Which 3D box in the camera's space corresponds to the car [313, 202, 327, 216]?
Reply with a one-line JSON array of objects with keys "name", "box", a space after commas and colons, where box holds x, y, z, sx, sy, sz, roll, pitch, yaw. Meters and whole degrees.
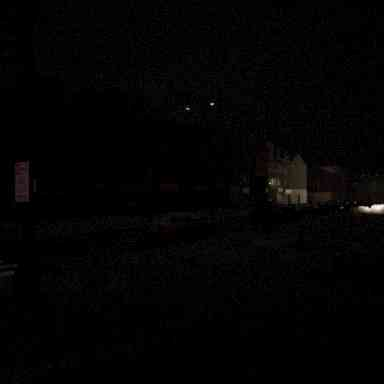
[{"name": "car", "box": [12.494, 1.822, 35.118, 1.802, 1.307, 4.206, -1, -1, 35]}]

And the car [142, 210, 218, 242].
[{"name": "car", "box": [-0.407, 1.600, 16.889, 1.752, 1.417, 4.829, -1, -1, 35]}]

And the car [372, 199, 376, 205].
[{"name": "car", "box": [35.242, 2.212, 67.262, 1.887, 1.381, 4.507, -1, -2, 35]}]

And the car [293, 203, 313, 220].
[{"name": "car", "box": [9.244, 1.744, 30.526, 2.008, 1.369, 4.403, -1, -1, 35]}]

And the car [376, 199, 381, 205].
[{"name": "car", "box": [44.990, 2.461, 81.036, 2.008, 1.369, 4.403, -2, -2, 35]}]

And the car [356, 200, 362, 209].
[{"name": "car", "box": [25.493, 2.014, 53.486, 2.008, 1.369, 4.403, -1, -1, 35]}]

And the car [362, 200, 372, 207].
[{"name": "car", "box": [31.993, 2.147, 62.671, 2.008, 1.369, 4.403, -1, -1, 35]}]

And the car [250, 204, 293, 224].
[{"name": "car", "box": [5.995, 1.716, 25.934, 1.947, 1.339, 4.313, -1, -1, 35]}]

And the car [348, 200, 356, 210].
[{"name": "car", "box": [22.243, 1.953, 48.894, 2.008, 1.369, 4.403, -1, -1, 35]}]

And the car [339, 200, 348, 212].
[{"name": "car", "box": [18.992, 1.785, 44.304, 1.967, 1.590, 4.097, -1, -1, 35]}]

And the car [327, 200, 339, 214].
[{"name": "car", "box": [15.744, 1.835, 39.710, 1.887, 1.381, 4.507, -1, -1, 35]}]
